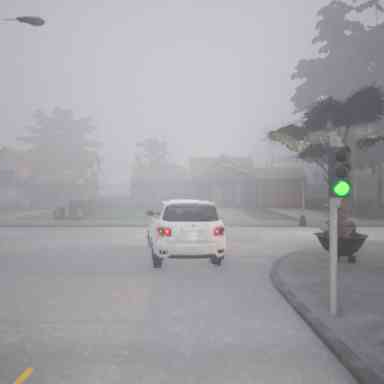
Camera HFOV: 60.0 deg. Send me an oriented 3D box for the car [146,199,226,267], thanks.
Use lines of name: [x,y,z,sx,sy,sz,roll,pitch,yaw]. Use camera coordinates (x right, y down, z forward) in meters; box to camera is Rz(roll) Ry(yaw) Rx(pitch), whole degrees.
car: [-0.382,1.260,11.805,2.150,2.045,5.566,1,0,-9]
